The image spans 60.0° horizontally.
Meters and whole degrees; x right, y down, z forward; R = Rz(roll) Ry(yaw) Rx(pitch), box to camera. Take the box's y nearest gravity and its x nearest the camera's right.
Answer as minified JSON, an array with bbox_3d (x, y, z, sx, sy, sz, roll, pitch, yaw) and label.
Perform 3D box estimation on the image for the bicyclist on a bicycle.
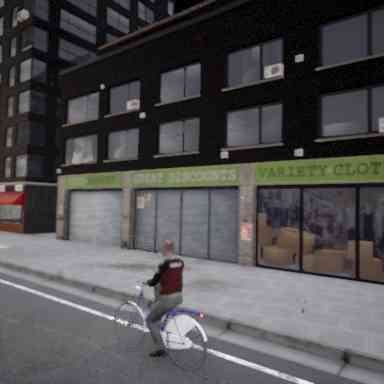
[{"bbox_3d":[-0.545,1.585,4.956,1.843,1.776,0.659,0,-3,37],"label":"bicyclist on a bicycle"}]
